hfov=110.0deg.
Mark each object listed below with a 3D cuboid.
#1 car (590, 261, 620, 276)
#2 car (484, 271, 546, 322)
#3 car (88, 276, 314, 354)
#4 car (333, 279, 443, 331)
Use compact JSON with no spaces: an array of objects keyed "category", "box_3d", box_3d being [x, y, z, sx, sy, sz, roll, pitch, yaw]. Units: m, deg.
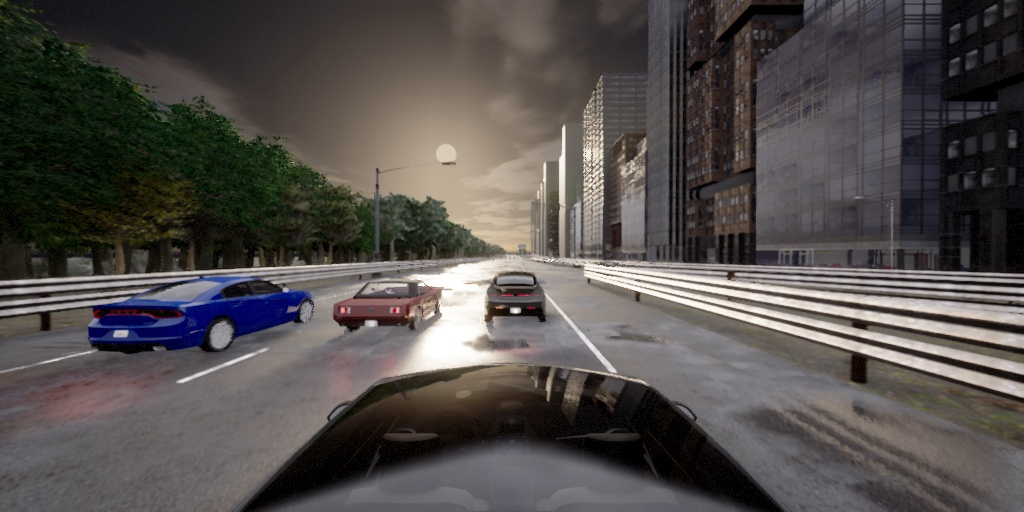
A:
[{"category":"car","box_3d":[9.267,1.250,35.848,1.882,1.535,5.008,0,0,-13]},{"category":"car","box_3d":[0.098,1.248,12.287,1.837,1.490,4.892,0,0,0]},{"category":"car","box_3d":[-6.904,1.222,8.805,1.882,1.535,5.008,0,0,0]},{"category":"car","box_3d":[-3.402,1.344,10.895,1.895,1.301,4.718,0,0,0]}]
